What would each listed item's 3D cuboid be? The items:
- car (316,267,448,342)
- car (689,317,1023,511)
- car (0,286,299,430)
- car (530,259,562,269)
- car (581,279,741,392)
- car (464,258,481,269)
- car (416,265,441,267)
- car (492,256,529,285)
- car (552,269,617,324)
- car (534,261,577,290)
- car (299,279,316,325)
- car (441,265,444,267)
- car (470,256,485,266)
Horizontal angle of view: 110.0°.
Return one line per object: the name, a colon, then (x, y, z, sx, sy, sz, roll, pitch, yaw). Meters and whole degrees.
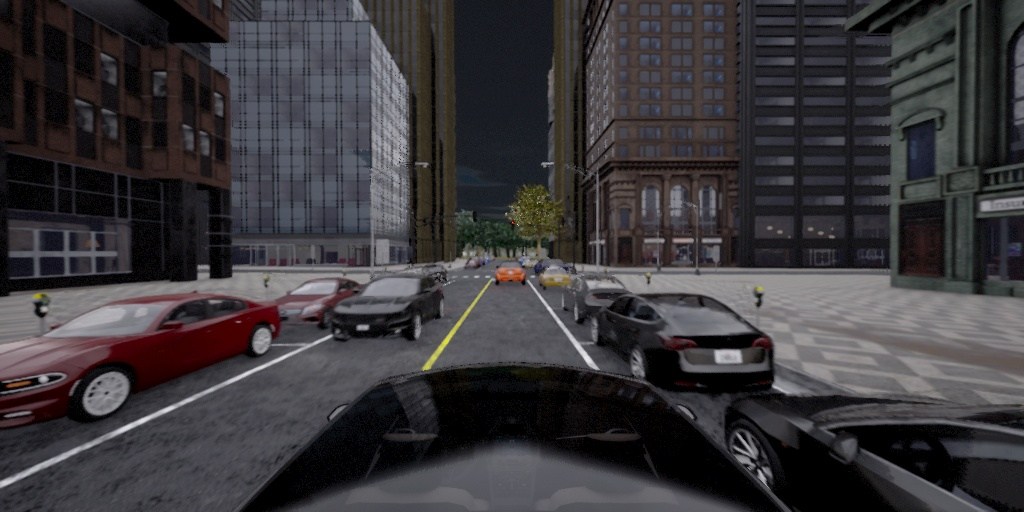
car: (-3.159, 1.241, 10.068, 1.882, 1.535, 5.008, 0, 0, 0)
car: (2.772, 1.305, 1.409, 1.948, 1.339, 4.313, 0, 0, 0)
car: (-5.791, 1.319, 5.841, 1.888, 1.381, 4.507, 0, 0, 0)
car: (4.720, 1.112, 38.302, 4.553, 1.767, 2.097, 1, 0, -22)
car: (2.729, 1.306, 6.612, 1.948, 1.339, 4.313, 0, 0, 0)
car: (-6.194, 1.306, 54.324, 1.802, 1.307, 4.207, 0, 0, 0)
car: (-5.925, 1.320, 21.974, 2.007, 1.370, 4.403, 0, 0, 0)
car: (-0.110, 1.095, 26.288, 2.097, 1.767, 4.553, 0, 0, 0)
car: (2.685, 1.291, 11.814, 2.007, 1.370, 4.403, 0, 0, 0)
car: (2.597, 1.262, 22.390, 1.751, 1.417, 4.829, 0, 0, 0)
car: (-5.836, 1.356, 11.219, 1.802, 1.307, 4.207, 0, 0, 0)
car: (-5.970, 1.331, 27.353, 1.948, 1.339, 4.313, 0, 0, 0)
car: (-6.242, 1.026, 60.004, 2.192, 1.841, 5.009, 0, 0, 0)
